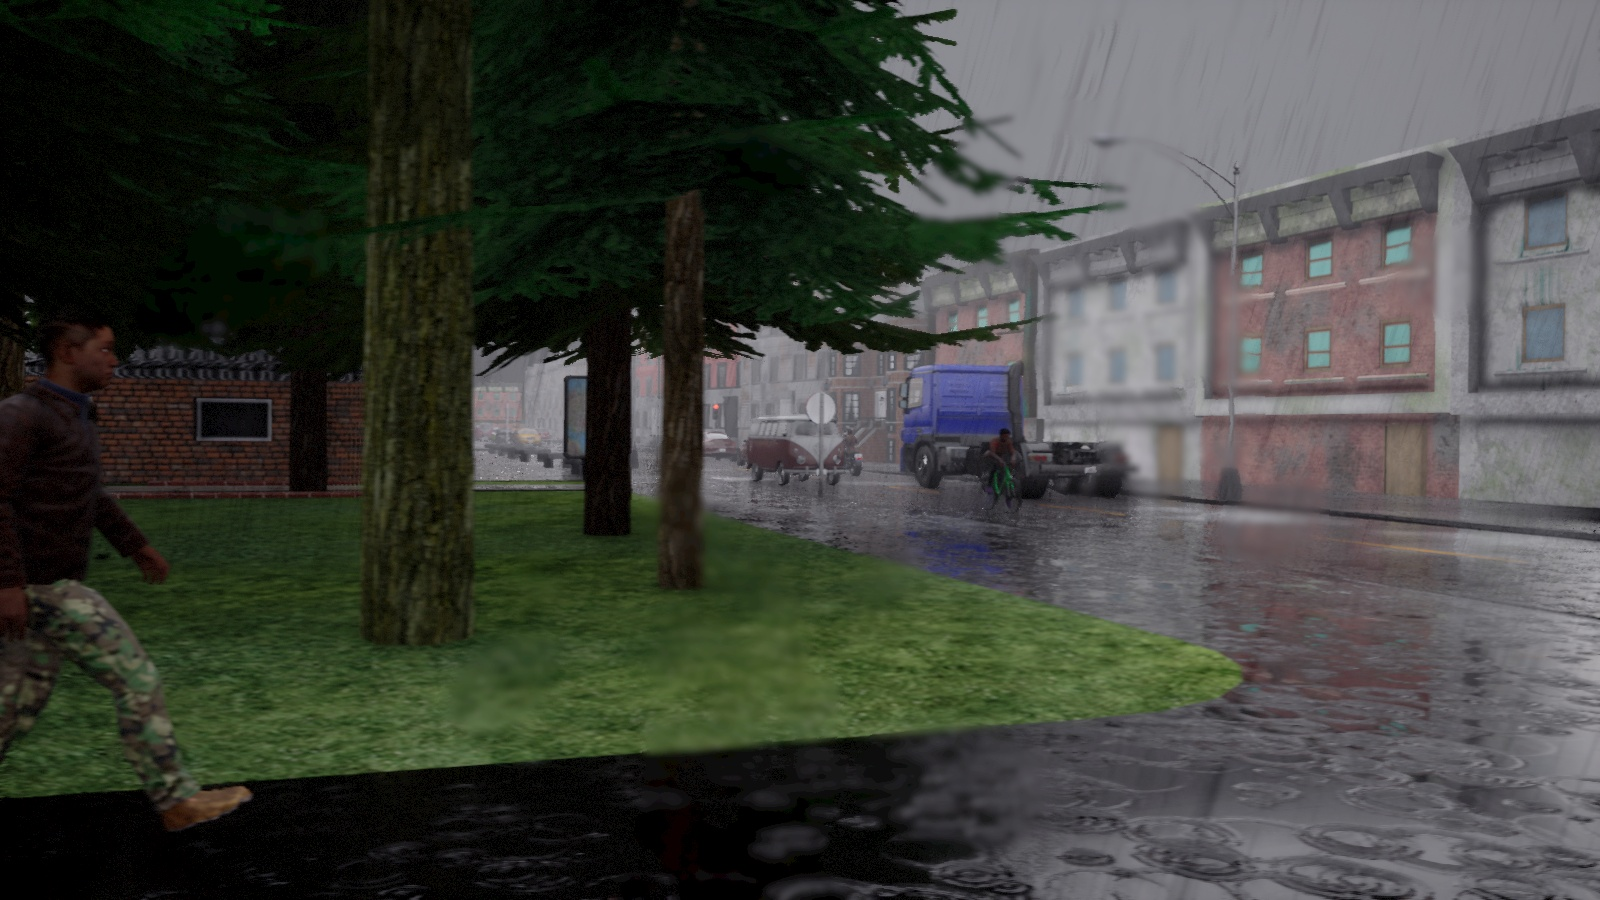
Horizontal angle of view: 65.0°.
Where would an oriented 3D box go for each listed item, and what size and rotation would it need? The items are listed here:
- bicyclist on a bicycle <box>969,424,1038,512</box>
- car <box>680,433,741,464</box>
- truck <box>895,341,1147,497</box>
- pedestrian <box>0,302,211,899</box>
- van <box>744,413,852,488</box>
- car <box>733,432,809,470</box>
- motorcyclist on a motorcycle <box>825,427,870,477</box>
[{"bbox_3d":[3.890,0.323,24.117,0.582,1.620,1.656,-1,1,-19],"label":"bicyclist on a bicycle"},{"bbox_3d":[-4.393,-0.107,61.236,1.812,1.442,4.674,-1,1,-19],"label":"car"},{"bbox_3d":[5.356,-0.758,32.257,2.891,3.462,7.936,-1,1,-19],"label":"truck"},{"bbox_3d":[-2.329,0.468,4.055,0.703,1.840,0.431,-1,1,-19],"label":"pedestrian"},{"bbox_3d":[-0.129,-0.024,36.057,1.775,1.987,4.442,-1,1,-19],"label":"van"},{"bbox_3d":[-1.266,0.007,51.994,1.812,1.442,4.674,-1,1,-19],"label":"car"},{"bbox_3d":[1.634,0.036,43.369,0.766,1.649,2.350,-1,1,-19],"label":"motorcyclist on a motorcycle"}]
